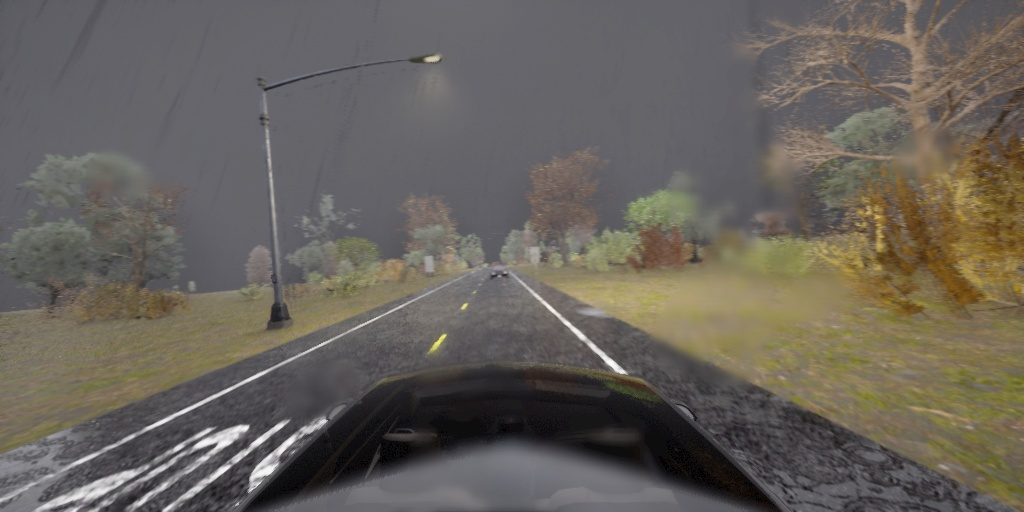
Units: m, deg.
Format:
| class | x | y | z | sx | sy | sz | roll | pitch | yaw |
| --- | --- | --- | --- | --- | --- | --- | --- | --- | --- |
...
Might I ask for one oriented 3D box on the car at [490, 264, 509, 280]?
| class | x | y | z | sx | sy | sz | roll | pitch | yaw |
| --- | --- | --- | --- | --- | --- | --- | --- | --- | --- |
| car | -1.344 | 1.765 | 38.272 | 1.895 | 1.301 | 4.718 | -5 | -1 | -2 |
